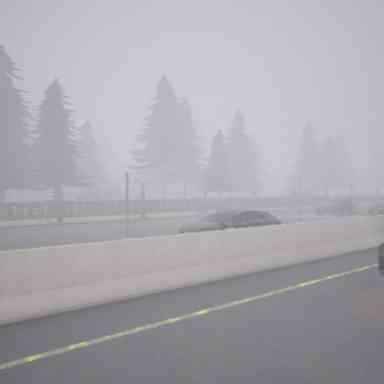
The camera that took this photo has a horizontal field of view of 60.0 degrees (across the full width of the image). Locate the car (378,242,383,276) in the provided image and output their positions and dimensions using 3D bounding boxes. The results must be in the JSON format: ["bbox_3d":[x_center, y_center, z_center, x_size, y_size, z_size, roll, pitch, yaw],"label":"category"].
[{"bbox_3d":[6.586,1.439,8.443,4.892,1.490,1.837,0,0,-35],"label":"car"}]

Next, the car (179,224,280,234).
[{"bbox_3d":[1.619,1.445,13.744,4.892,1.490,1.837,0,0,-35],"label":"car"}]
